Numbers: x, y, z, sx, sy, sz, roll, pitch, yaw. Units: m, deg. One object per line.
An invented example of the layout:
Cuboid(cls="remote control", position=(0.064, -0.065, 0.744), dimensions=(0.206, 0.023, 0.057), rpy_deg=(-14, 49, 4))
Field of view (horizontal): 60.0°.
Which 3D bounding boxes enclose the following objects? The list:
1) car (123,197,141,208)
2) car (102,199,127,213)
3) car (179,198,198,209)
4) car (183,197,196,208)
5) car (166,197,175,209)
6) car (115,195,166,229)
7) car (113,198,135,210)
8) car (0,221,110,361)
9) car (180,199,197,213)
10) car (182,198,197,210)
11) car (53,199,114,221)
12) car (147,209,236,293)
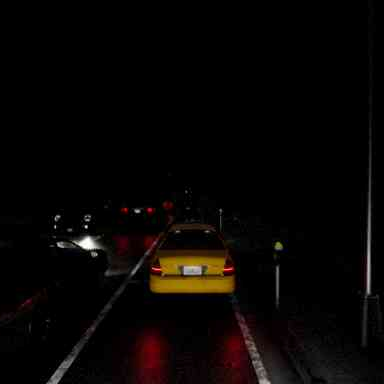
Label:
Cuboid(cls="car", position=(-8.882, 1.549, 49.605), dimensions=(1.887, 1.381, 4.507), rpy_deg=(-1, 0, 0))
Cuboid(cls="car", position=(-8.889, 1.566, 38.594), dimensions=(1.947, 1.339, 4.313), rpy_deg=(-1, 0, 0))
Cuboid(cls="car", position=(-0.368, 1.565, 33.083), dimensions=(1.947, 1.339, 4.313), rpy_deg=(-1, 0, 0))
Cuboid(cls="car", position=(-0.357, 1.549, 49.598), dimensions=(1.887, 1.381, 4.507), rpy_deg=(-1, 0, 0))
Cuboid(cls="car", position=(-3.019, 1.352, 37.409), dimensions=(2.097, 1.767, 4.553), rpy_deg=(0, 0, 0))
Cuboid(cls="car", position=(-3.120, 1.215, 21.518), dimensions=(2.150, 2.045, 5.566), rpy_deg=(0, -1, 0))
Cuboid(cls="car", position=(-8.886, 1.553, 44.099), dimensions=(2.008, 1.369, 4.403), rpy_deg=(-1, 0, 0))
Cuboid(cls="car", position=(-3.039, 1.545, 6.103), dimensions=(2.033, 1.411, 5.357), rpy_deg=(0, 0, 0))
Cuboid(cls="car", position=(-0.364, 1.545, 38.587), dimensions=(1.887, 1.381, 4.507), rpy_deg=(-1, 0, 0))
Cuboid(cls="car", position=(-0.361, 1.547, 44.093), dimensions=(1.887, 1.381, 4.507), rpy_deg=(-1, 0, 0))
Cuboid(cls="car", position=(-6.230, 1.349, 19.199), dimensions=(2.097, 1.767, 4.553), rpy_deg=(0, 0, 0))
Cuboid(cls="car", position=(0.012, 1.455, 8.839), dimensions=(1.801, 1.575, 5.366), rpy_deg=(0, 0, 0))
